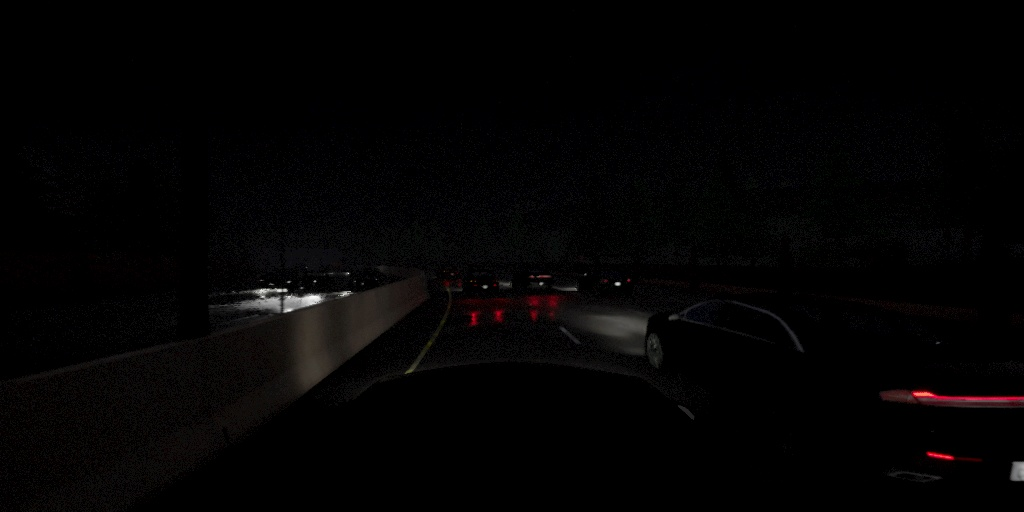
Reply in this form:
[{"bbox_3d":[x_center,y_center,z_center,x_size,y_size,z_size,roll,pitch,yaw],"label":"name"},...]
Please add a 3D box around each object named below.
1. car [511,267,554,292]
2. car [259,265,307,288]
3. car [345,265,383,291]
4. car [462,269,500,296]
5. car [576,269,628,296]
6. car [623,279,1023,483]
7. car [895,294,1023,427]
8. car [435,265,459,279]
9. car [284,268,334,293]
[{"bbox_3d":[1.214,1.445,23.192,2.128,1.511,4.902,0,-1,-12],"label":"car"},{"bbox_3d":[-18.496,1.727,28.903,2.033,1.411,5.357,0,-1,-18],"label":"car"},{"bbox_3d":[-10.339,1.583,25.683,1.837,1.490,4.892,0,-1,-15],"label":"car"},{"bbox_3d":[-1.888,1.487,21.258,1.812,1.442,4.674,0,-1,-12],"label":"car"},{"bbox_3d":[5.223,1.459,20.779,1.994,1.385,4.181,0,-1,-10],"label":"car"},{"bbox_3d":[3.422,1.243,4.817,2.128,1.511,4.902,0,-1,-1],"label":"car"},{"bbox_3d":[6.928,1.272,3.435,1.994,1.385,4.181,0,-1,-1],"label":"car"},{"bbox_3d":[-6.928,1.703,38.613,1.812,1.442,4.674,0,-1,-22],"label":"car"},{"bbox_3d":[-13.543,1.692,24.285,1.895,1.301,4.718,0,-1,-15],"label":"car"}]
